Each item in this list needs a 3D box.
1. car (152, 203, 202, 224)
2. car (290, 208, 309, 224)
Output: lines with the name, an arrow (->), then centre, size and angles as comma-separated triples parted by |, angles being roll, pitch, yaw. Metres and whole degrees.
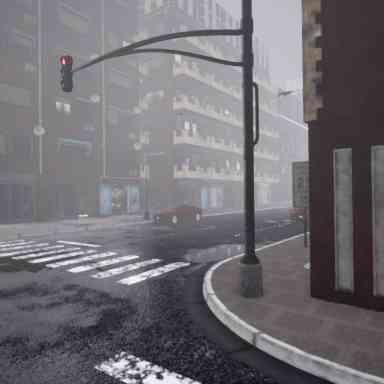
car -> -0.997, 1.513, 24.391 | 1.887, 1.381, 4.507 | -1, 0, 36
car -> 7.927, 1.371, 21.992 | 1.887, 1.381, 4.507 | -1, 0, 36
